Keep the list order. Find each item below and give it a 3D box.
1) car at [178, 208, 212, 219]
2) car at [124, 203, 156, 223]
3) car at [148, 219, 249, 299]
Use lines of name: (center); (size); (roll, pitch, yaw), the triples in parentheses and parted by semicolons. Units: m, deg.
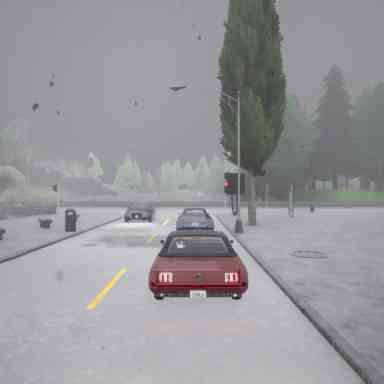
car: (0.157, 1.566, 18.411); (1.994, 1.385, 4.181); (0, 0, 0)
car: (-3.924, 1.567, 25.620); (1.994, 1.385, 4.181); (0, 0, 0)
car: (0.125, 1.602, 8.372); (1.895, 1.301, 4.718); (0, 0, 0)
